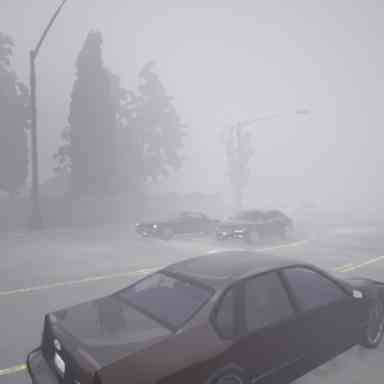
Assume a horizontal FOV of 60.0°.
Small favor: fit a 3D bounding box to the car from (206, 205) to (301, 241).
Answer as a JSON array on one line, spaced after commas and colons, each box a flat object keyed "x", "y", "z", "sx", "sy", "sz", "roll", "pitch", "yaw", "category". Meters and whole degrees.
[{"x": 3.104, "y": 1.570, "z": 16.050, "sx": 1.837, "sy": 1.490, "sz": 4.892, "roll": 0, "pitch": 0, "yaw": 45, "category": "car"}]

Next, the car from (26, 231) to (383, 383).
[{"x": 0.806, "y": 1.561, "z": 4.499, "sx": 5.357, "sy": 1.411, "sz": 2.033, "roll": 0, "pitch": 0, "yaw": -38, "category": "car"}]

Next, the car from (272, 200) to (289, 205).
[{"x": 15.009, "y": 2.079, "z": 56.573, "sx": 1.994, "sy": 1.385, "sz": 4.181, "roll": -1, "pitch": -1, "yaw": -4, "category": "car"}]

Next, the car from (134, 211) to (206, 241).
[{"x": -0.597, "y": 1.679, "z": 17.270, "sx": 4.718, "sy": 1.301, "sz": 1.895, "roll": 0, "pitch": -1, "yaw": -42, "category": "car"}]

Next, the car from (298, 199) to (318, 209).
[{"x": 18.650, "y": 1.929, "z": 53.664, "sx": 1.812, "sy": 1.442, "sz": 4.674, "roll": -1, "pitch": -1, "yaw": -1, "category": "car"}]
